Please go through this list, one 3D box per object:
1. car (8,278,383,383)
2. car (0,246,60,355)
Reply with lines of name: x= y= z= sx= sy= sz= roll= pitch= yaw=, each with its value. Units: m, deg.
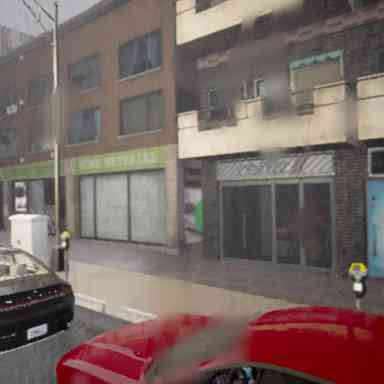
car: x=0.828 y=1.548 z=2.299 sx=4.507 sy=1.381 sz=1.887 roll=0 pitch=-1 yaw=36
car: x=-3.783 y=1.590 z=5.599 sx=4.403 sy=1.369 sz=2.008 roll=0 pitch=-1 yaw=36
